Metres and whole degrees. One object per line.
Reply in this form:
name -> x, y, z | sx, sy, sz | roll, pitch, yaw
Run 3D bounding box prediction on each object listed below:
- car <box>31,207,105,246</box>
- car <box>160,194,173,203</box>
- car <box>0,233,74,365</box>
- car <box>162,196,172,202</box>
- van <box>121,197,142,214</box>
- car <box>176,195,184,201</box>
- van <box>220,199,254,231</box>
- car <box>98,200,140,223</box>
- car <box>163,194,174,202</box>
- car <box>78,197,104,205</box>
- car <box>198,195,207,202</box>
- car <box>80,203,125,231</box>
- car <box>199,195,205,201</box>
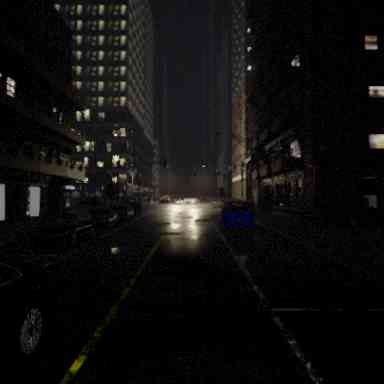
car -> -5.636, 1.562, 14.958 | 2.008, 1.369, 4.403 | 1, 0, 0
car -> -5.644, 1.487, 69.646 | 1.967, 1.590, 4.097 | 1, 0, 0
car -> -3.097, 1.494, 3.175 | 2.128, 1.511, 4.902 | 0, 0, 0
car -> -5.645, 1.633, 75.221 | 1.802, 1.307, 4.206 | 1, 0, 0
van -> -5.795, 1.363, 31.580 | 1.690, 1.788, 3.998 | 1, 0, 0
car -> -2.965, 1.583, 84.639 | 2.128, 1.511, 4.902 | 0, 0, 0
van -> 2.718, 1.356, 20.548 | 1.690, 1.788, 3.998 | 1, 0, 0
car -> -5.632, 1.585, 26.038 | 1.947, 1.339, 4.313 | 1, 0, 0
car -> -5.637, 1.370, 80.796 | 2.192, 1.841, 5.009 | 1, 0, 0
car -> -16.468, 1.536, 54.230 | 4.097, 1.590, 1.967 | 0, -1, 0
car -> 2.737, 1.636, 80.854 | 1.802, 1.307, 4.206 | 1, 0, 0
car -> -5.634, 1.597, 20.499 | 1.802, 1.307, 4.206 | 1, 0, 0
car -> 2.744, 1.588, 92.180 | 1.752, 1.417, 4.829 | 1, 0, 0
